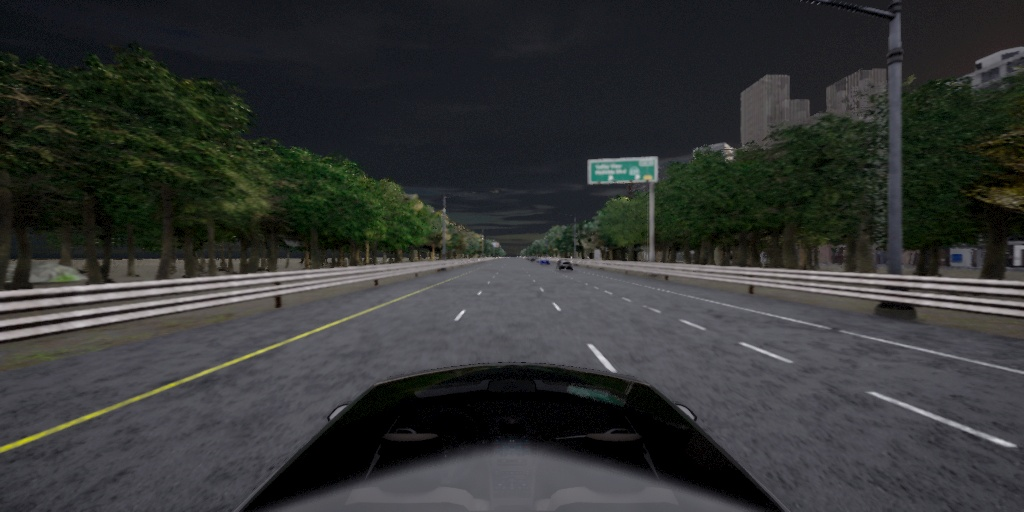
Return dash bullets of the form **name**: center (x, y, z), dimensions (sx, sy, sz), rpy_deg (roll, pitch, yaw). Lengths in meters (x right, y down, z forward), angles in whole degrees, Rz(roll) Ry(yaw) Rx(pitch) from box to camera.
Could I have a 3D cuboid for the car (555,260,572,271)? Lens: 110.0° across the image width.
- **car**: center (7.064, 1.245, 49.195), dimensions (1.837, 1.490, 4.892), rpy_deg (0, 0, 0)
